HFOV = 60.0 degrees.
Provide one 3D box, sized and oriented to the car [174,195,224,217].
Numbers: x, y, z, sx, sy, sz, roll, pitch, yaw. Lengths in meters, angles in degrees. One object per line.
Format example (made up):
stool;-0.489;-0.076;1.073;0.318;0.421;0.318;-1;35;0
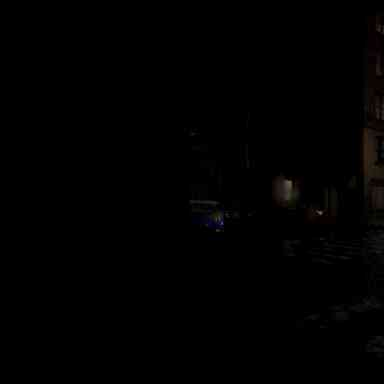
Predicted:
car;0.571;1.283;31.686;2.192;1.841;5.009;0;0;-35

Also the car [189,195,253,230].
car;1.249;1.208;20.678;2.150;2.045;5.566;0;0;-34

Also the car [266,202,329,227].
car;6.985;1.415;22.541;1.967;1.590;4.097;0;0;-35

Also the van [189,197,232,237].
van;0.015;1.336;17.631;1.690;1.788;3.998;0;0;-35
